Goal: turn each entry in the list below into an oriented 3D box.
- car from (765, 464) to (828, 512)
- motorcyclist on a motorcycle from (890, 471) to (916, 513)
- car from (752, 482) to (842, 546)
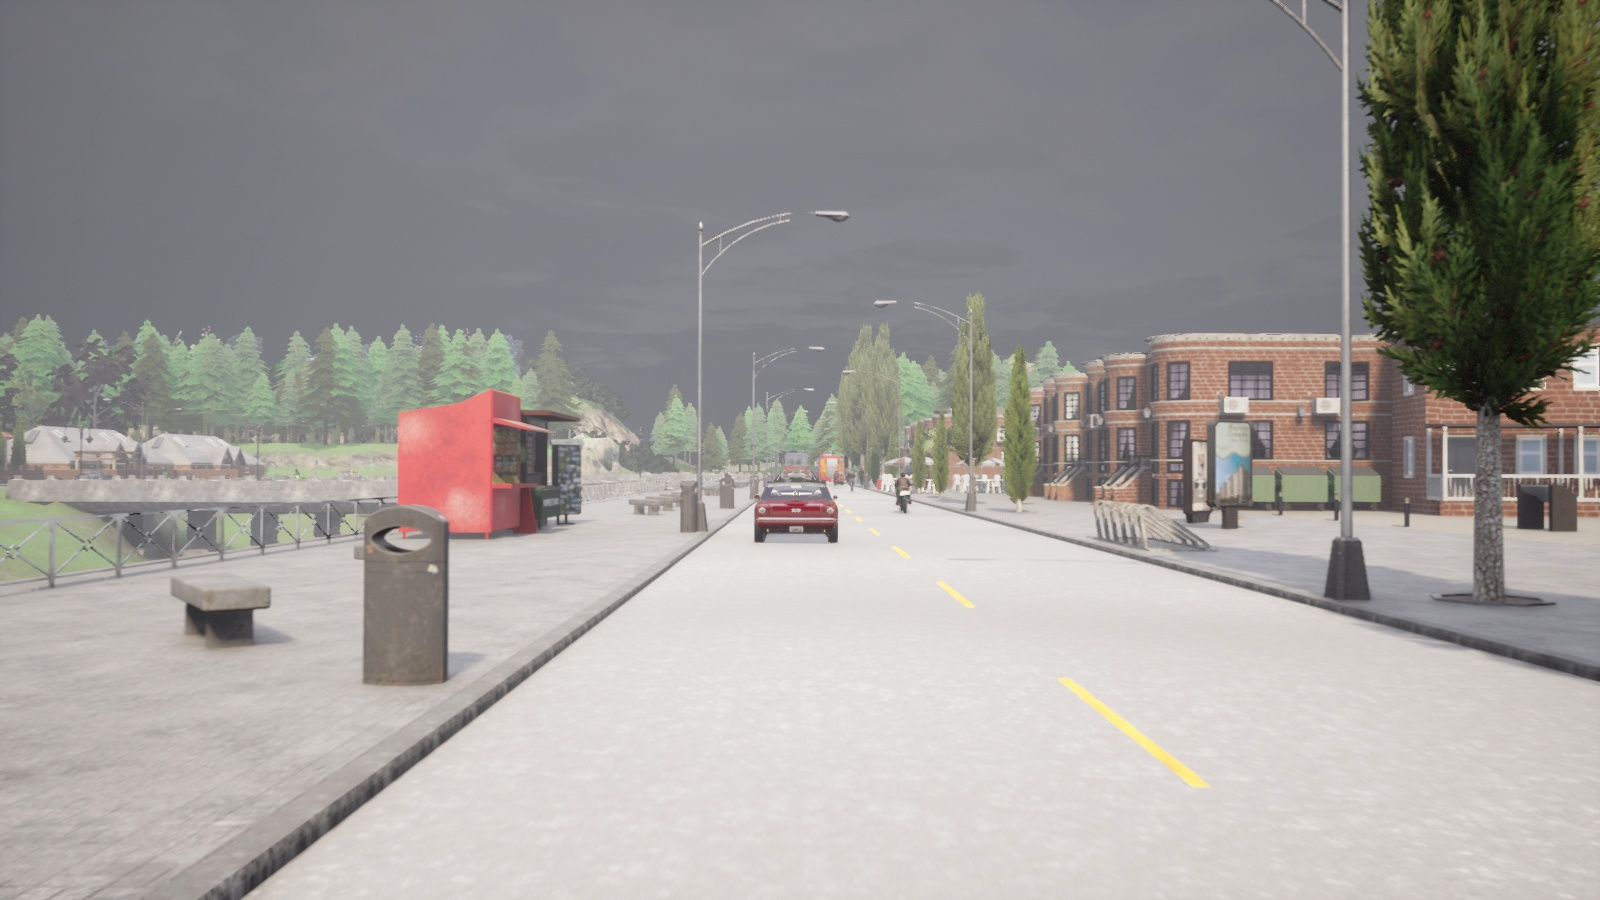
[{"bbox_3d":[-0.119,1.362,45.889,2.152,1.651,5.027,0,-1,0],"label":"car"},{"bbox_3d":[3.877,1.573,47.286,0.797,1.523,2.044,0,-1,0],"label":"motorcyclist on a motorcycle"},{"bbox_3d":[-0.074,1.396,28.723,1.895,1.301,4.718,0,-1,0],"label":"car"}]
